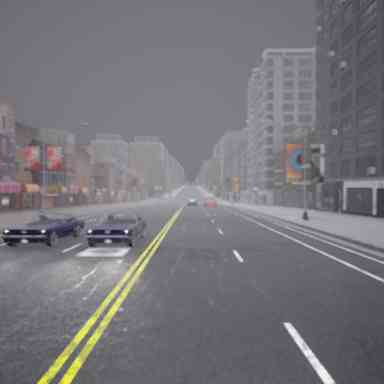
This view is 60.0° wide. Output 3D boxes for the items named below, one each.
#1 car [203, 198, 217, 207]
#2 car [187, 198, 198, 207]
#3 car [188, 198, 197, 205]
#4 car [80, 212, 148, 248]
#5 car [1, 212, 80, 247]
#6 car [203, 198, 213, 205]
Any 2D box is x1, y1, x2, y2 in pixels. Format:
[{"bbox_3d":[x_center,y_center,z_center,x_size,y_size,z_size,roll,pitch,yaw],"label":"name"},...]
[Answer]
[{"bbox_3d":[3.300,1.777,59.657,2.097,1.767,4.553,0,-1,0],"label":"car"},{"bbox_3d":[0.050,2.024,59.716,1.895,1.301,4.718,0,-1,0],"label":"car"},{"bbox_3d":[0.058,2.035,69.707,1.812,1.442,4.674,0,-1,0],"label":"car"},{"bbox_3d":[-3.259,1.625,15.143,1.895,1.301,4.718,0,0,1],"label":"car"},{"bbox_3d":[-6.509,1.621,15.145,1.895,1.301,4.718,0,0,1],"label":"car"},{"bbox_3d":[3.308,2.038,69.705,1.812,1.442,4.674,0,-1,0],"label":"car"}]
